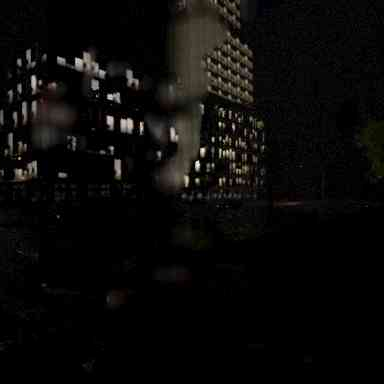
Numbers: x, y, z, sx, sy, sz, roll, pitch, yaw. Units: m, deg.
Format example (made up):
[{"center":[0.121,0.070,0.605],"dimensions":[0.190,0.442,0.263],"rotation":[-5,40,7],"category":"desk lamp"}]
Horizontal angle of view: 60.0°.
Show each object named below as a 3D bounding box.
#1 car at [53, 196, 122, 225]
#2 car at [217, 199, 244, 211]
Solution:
[{"center":[-8.074,1.398,26.259],"dimensions":[2.150,2.045,5.566],"rotation":[-1,0,35],"category":"car"},{"center":[5.135,1.708,43.661],"dimensions":[1.837,1.490,4.892],"rotation":[-1,-1,37],"category":"car"}]
